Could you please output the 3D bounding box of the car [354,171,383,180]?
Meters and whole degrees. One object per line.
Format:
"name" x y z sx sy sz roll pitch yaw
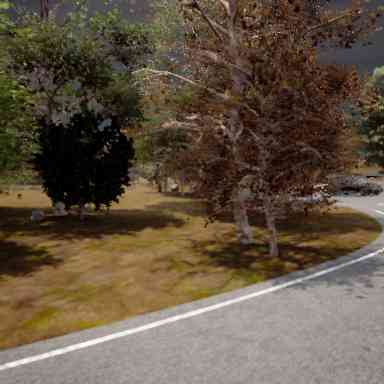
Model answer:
"car" 34.498 -3.141 64.353 5.357 1.411 2.033 -3 3 6

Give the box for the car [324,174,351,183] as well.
"car" 29.525 -2.657 67.438 4.892 1.490 1.837 -4 3 -10

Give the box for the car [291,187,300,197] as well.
"car" 12.395 -0.316 40.655 2.097 1.767 4.553 -4 3 -13

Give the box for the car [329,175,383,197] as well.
"car" 17.653 -0.588 36.256 2.150 2.045 5.566 -6 4 -32
